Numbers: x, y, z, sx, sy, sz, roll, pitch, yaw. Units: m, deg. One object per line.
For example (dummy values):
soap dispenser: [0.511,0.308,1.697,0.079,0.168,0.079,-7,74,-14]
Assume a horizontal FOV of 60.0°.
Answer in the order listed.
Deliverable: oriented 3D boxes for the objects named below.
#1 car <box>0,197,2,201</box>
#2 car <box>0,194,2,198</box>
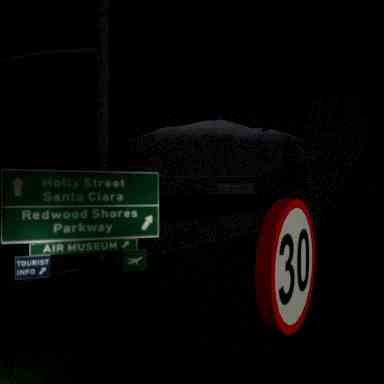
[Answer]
car: [-12.447,1.505,26.033,1.905,1.878,3.866,0,0,35]
car: [-38.761,1.489,69.909,4.514,1.523,2.007,0,0,35]
